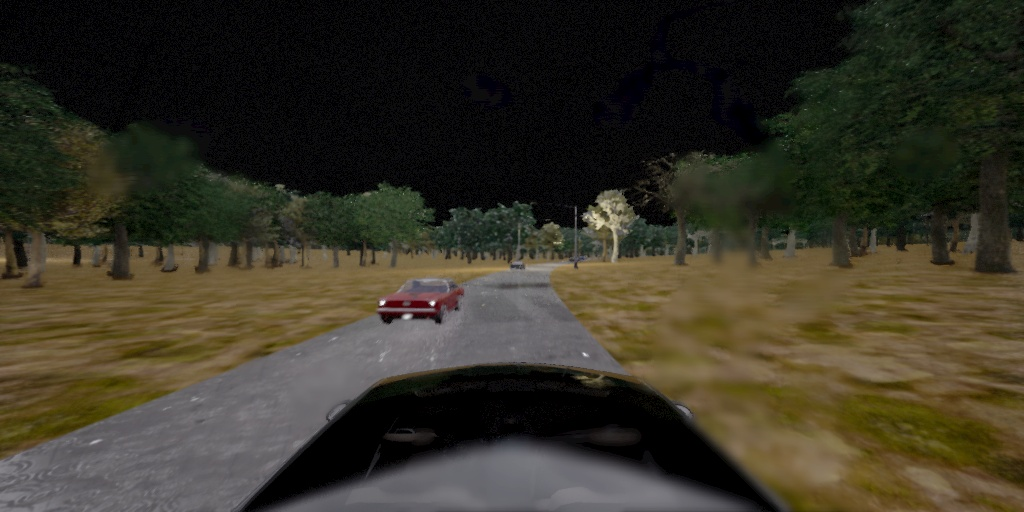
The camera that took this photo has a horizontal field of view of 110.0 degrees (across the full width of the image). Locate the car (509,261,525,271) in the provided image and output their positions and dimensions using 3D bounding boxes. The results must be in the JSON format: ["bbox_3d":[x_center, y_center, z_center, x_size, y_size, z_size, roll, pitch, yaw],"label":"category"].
[{"bbox_3d":[0.863,1.472,53.500,2.033,1.411,5.357,0,0,9],"label":"car"}]

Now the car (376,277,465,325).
[{"bbox_3d":[-2.903,1.428,12.330,1.895,1.301,4.718,0,0,2],"label":"car"}]
